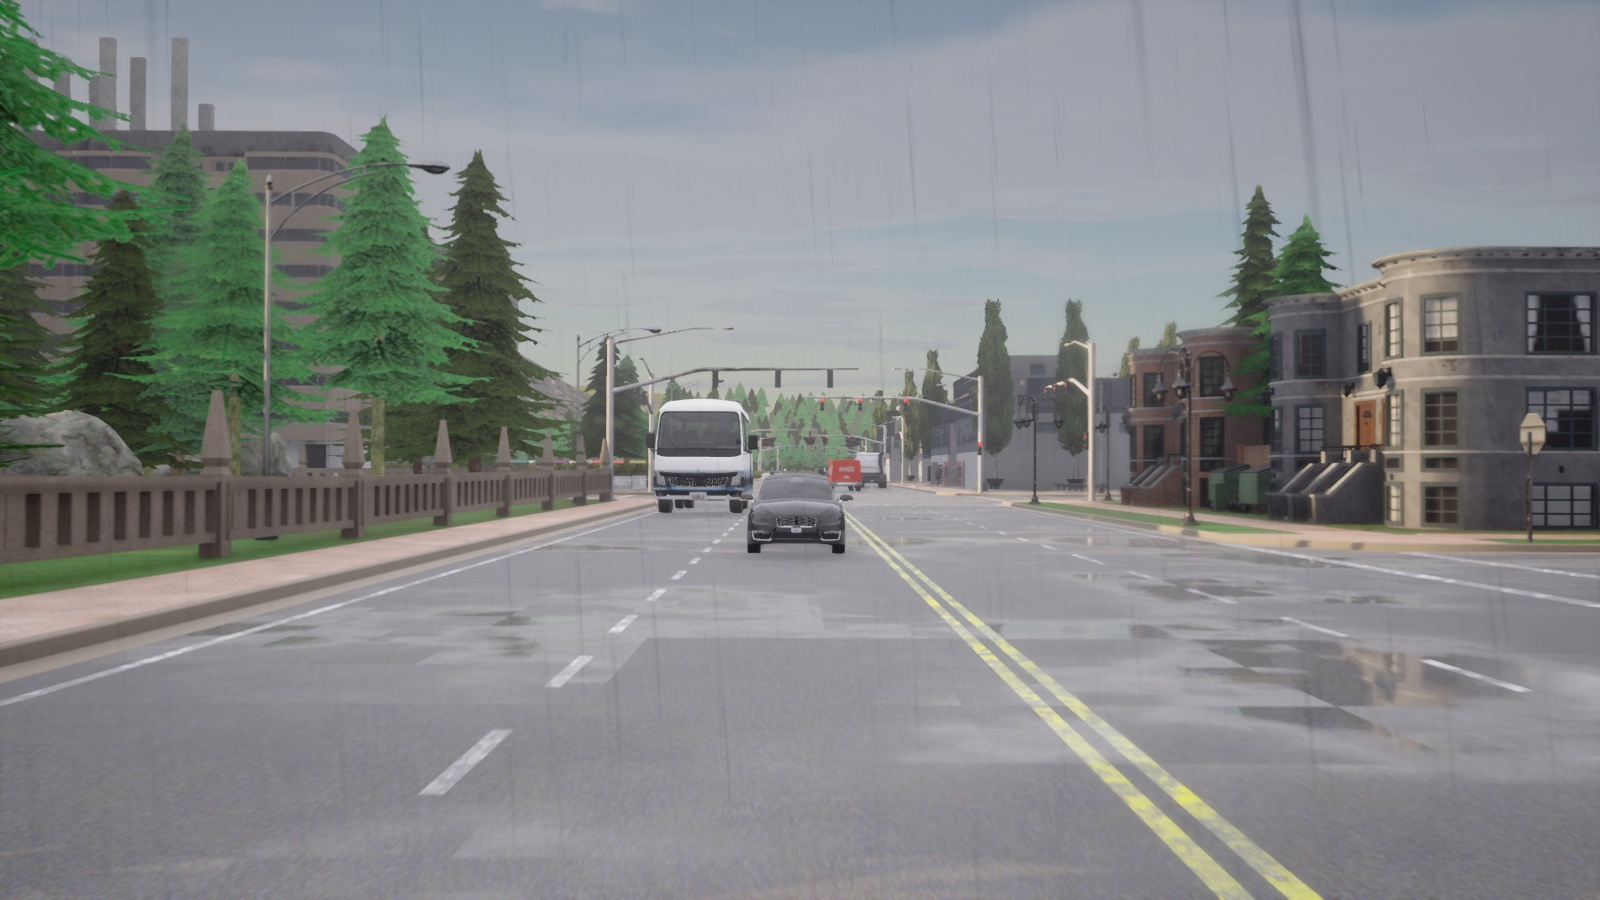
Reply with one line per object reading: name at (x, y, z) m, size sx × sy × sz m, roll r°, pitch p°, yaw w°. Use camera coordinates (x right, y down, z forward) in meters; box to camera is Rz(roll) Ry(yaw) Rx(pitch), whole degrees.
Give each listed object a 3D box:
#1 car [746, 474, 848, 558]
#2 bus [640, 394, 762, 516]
car at (-0.061, 1.241, 25.123) m, size 1.837 × 1.490 × 4.892 m, roll 0°, pitch -1°, yaw 0°
bus at (-3.625, 0.275, 49.069) m, size 3.944 × 4.253 × 10.273 m, roll 0°, pitch -1°, yaw 0°
